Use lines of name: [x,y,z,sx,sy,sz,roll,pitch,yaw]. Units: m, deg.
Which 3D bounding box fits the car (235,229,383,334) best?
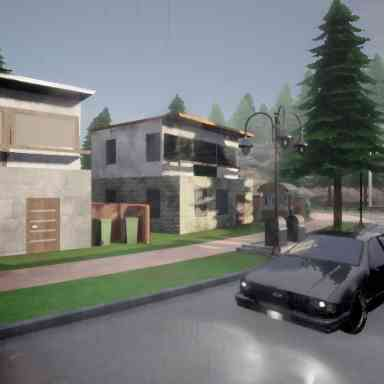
car: [3.241,1.547,7.050,5.357,1.411,2.033,0,0,-43]
